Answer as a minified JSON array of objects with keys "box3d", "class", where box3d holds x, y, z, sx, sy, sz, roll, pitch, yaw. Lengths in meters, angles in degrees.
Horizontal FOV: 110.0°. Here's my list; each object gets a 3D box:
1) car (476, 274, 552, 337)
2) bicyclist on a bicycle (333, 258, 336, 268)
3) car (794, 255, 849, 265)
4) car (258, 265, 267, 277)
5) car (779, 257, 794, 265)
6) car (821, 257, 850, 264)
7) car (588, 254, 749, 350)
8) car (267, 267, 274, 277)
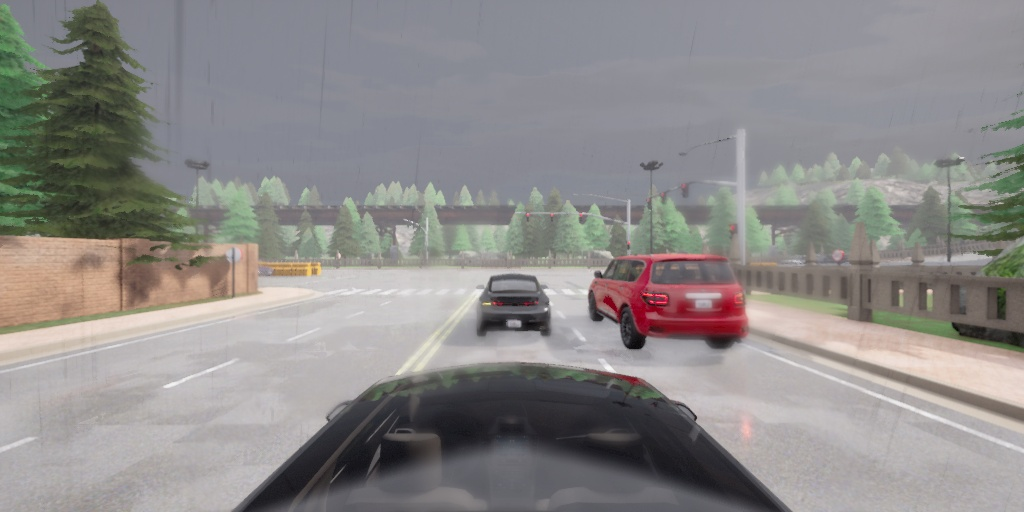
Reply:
[{"box3d":[0.018,1.259,10.351,1.837,1.490,4.892,0,0,-1],"class":"car"},{"box3d":[-27.427,1.077,55.798,0.582,1.620,1.656,0,0,0],"class":"bicyclist on a bicycle"},{"box3d":[39.173,0.900,44.689,5.566,2.045,2.150,-2,0,0],"class":"car"},{"box3d":[-24.510,0.978,30.321,5.566,2.045,2.150,1,0,0],"class":"car"},{"box3d":[39.108,0.909,48.185,5.566,2.045,2.150,-1,0,0],"class":"car"},{"box3d":[39.351,1.223,41.196,5.357,1.411,2.033,-1,0,0],"class":"car"},{"box3d":[3.515,0.975,9.251,2.150,2.045,5.566,0,0,0],"class":"car"},{"box3d":[-25.065,1.291,33.821,4.674,1.442,1.812,0,0,0],"class":"car"}]
